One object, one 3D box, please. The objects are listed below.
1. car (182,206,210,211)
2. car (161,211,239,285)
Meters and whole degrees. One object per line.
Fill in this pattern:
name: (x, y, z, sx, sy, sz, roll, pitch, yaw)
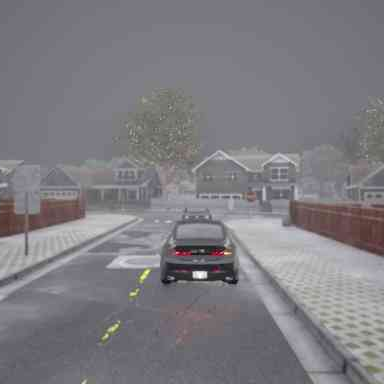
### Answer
car: (0.281, 1.605, 22.949, 1.895, 1.301, 4.718, 0, 0, -1)
car: (0.196, 1.506, 9.455, 1.837, 1.490, 4.892, 0, 0, 1)
